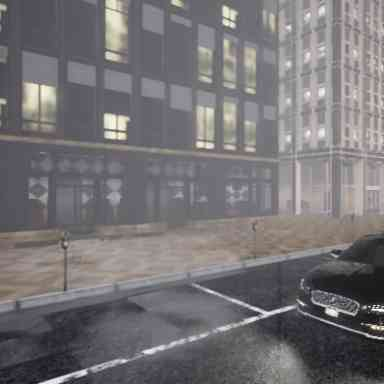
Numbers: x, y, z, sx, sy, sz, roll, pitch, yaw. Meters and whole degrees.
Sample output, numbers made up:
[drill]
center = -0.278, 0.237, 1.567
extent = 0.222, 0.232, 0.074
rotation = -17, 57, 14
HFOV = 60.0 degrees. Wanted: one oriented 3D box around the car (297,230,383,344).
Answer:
[car]
center = 4.006, 1.505, 6.224
extent = 4.892, 1.490, 1.837
rotation = 0, 0, -35
